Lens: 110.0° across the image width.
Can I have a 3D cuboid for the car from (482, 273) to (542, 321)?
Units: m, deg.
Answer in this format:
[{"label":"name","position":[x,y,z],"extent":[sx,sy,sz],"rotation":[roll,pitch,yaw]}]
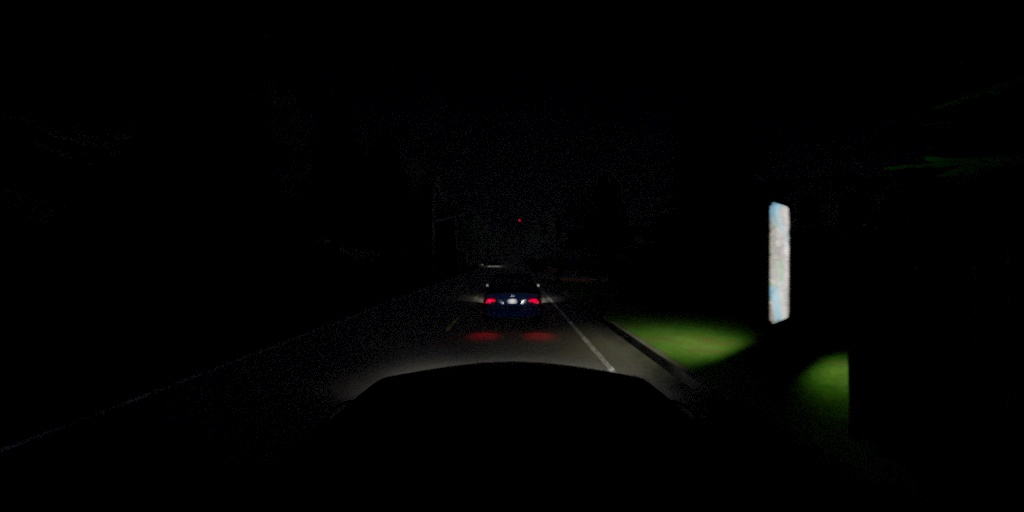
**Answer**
[{"label":"car","position":[0.024,1.300,12.408],"extent":[2.033,1.411,5.357],"rotation":[0,0,0]}]
